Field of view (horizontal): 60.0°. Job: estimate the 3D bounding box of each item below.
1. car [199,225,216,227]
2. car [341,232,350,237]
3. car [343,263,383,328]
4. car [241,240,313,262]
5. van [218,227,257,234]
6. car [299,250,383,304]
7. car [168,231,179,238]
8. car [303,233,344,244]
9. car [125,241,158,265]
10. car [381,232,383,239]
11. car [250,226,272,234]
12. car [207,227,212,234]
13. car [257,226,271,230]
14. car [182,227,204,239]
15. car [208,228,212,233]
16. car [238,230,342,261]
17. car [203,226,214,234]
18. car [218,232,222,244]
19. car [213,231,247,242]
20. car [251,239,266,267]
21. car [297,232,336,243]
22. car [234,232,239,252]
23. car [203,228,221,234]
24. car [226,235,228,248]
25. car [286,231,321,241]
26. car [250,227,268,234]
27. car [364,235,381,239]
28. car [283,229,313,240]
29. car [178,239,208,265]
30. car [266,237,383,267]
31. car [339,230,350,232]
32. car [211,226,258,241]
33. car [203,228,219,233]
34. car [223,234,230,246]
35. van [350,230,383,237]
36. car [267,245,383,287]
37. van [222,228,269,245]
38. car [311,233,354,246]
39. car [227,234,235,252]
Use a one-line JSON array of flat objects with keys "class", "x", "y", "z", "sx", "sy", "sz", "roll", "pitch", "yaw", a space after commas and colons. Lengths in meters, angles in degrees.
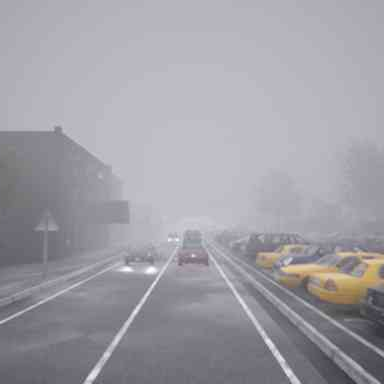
[{"class": "car", "x": 5.247, "y": 10.449, "z": 89.333, "sx": 5.366, "sy": 1.575, "sz": 1.946, "roll": 0, "pitch": -5, "yaw": 0}, {"class": "car", "x": 18.548, "y": 5.728, "z": 38.380, "sx": 5.008, "sy": 1.535, "sz": 2.097, "roll": 0, "pitch": -5, "yaw": 0}, {"class": "car", "x": 6.151, "y": 2.435, "z": 7.217, "sx": 4.674, "sy": 1.452, "sz": 2.002, "roll": 0, "pitch": -6, "yaw": 0}, {"class": "car", "x": 6.061, "y": 4.251, "z": 24.073, "sx": 4.674, "sy": 1.452, "sz": 2.002, "roll": 0, "pitch": -6, "yaw": 0}, {"class": "van", "x": 6.064, "y": 5.983, "z": 43.798, "sx": 4.442, "sy": 1.987, "sz": 1.878, "roll": 0, "pitch": -5, "yaw": 0}, {"class": "car", "x": 6.323, "y": 2.695, "z": 10.032, "sx": 5.366, "sy": 1.575, "sz": 1.946, "roll": 0, "pitch": -6, "yaw": 0}, {"class": "car", "x": -3.589, "y": 8.303, "z": 64.802, "sx": 1.895, "sy": 1.301, "sz": 4.718, "roll": 0, "pitch": -5, "yaw": 0}, {"class": "car", "x": 18.478, "y": 6.521, "z": 46.825, "sx": 4.792, "sy": 1.488, "sz": 2.163, "roll": 0, "pitch": -5, "yaw": 0}, {"class": "car", "x": -3.371, "y": 4.141, "z": 22.938, "sx": 1.812, "sy": 1.442, "sz": 4.674, "roll": 0, "pitch": -6, "yaw": 0}, {"class": "car", "x": 18.581, "y": 4.425, "z": 27.150, "sx": 4.553, "sy": 1.767, "sz": 2.185, "roll": 0, "pitch": -6, "yaw": 0}, {"class": "car", "x": 18.540, "y": 10.221, "z": 89.461, "sx": 5.566, "sy": 2.045, "sz": 2.435, "roll": 0, "pitch": -5, "yaw": 0}, {"class": "car", "x": 5.866, "y": 8.009, "z": 63.476, "sx": 4.792, "sy": 1.488, "sz": 2.163, "roll": 0, "pitch": -5, "yaw": 0}, {"class": "car", "x": 18.504, "y": 10.102, "z": 86.674, "sx": 4.553, "sy": 1.767, "sz": 2.185, "roll": 0, "pitch": -5, "yaw": 0}, {"class": "car", "x": 0.002, "y": 5.590, "z": 40.120, "sx": 2.150, "sy": 2.045, "sz": 5.566, "roll": 0, "pitch": -6, "yaw": -1}, {"class": "car", "x": 5.855, "y": 7.766, "z": 60.659, "sx": 4.674, "sy": 1.452, "sz": 2.002, "roll": 0, "pitch": -5, "yaw": 0}, {"class": "car", "x": 6.103, "y": 3.659, "z": 21.295, "sx": 5.566, "sy": 2.045, "sz": 2.435, "roll": 0, "pitch": -6, "yaw": 0}, {"class": "car", "x": 5.469, "y": 10.261, "z": 86.700, "sx": 4.674, "sy": 1.452, "sz": 2.002, "roll": 1, "pitch": -5, "yaw": 0}, {"class": "car", "x": 5.966, "y": 5.994, "z": 40.960, "sx": 4.674, "sy": 1.452, "sz": 2.002, "roll": 0, "pitch": -5, "yaw": 0}, {"class": "car", "x": 5.895, "y": 6.967, "z": 52.219, "sx": 5.008, "sy": 1.535, "sz": 2.097, "roll": 0, "pitch": -5, "yaw": 0}, {"class": "car", "x": 6.275, "y": 3.603, "z": 18.460, "sx": 5.366, "sy": 1.575, "sz": 1.946, "roll": 0, "pitch": -6, "yaw": 0}, {"class": "car", "x": 18.500, "y": 6.734, "z": 49.516, "sx": 4.892, "sy": 1.521, "sz": 2.231, "roll": 0, "pitch": -5, "yaw": 0}, {"class": "car", "x": 6.074, "y": 4.389, "z": 26.900, "sx": 4.553, "sy": 1.767, "sz": 2.185, "roll": 0, "pitch": -6, "yaw": 0}, {"class": "car", "x": 5.438, "y": 10.726, "z": 92.105, "sx": 4.792, "sy": 1.488, "sz": 2.163, "roll": 0, "pitch": -5, "yaw": 0}, {"class": "car", "x": 6.008, "y": 5.160, "z": 32.501, "sx": 4.674, "sy": 1.452, "sz": 2.002, "roll": 0, "pitch": -6, "yaw": 0}, {"class": "car", "x": 18.457, "y": 7.250, "z": 55.265, "sx": 5.008, "sy": 1.535, "sz": 2.097, "roll": 0, "pitch": -5, "yaw": 0}, {"class": "car", "x": 18.519, "y": 10.602, "z": 92.348, "sx": 4.553, "sy": 1.767, "sz": 2.185, "roll": 0, "pitch": -5, "yaw": 0}, {"class": "car", "x": 18.629, "y": 4.868, "z": 29.816, "sx": 4.792, "sy": 1.488, "sz": 2.163, "roll": 0, "pitch": -6, "yaw": 0}, {"class": "car", "x": 18.416, "y": 7.367, "z": 57.964, "sx": 4.553, "sy": 1.767, "sz": 2.185, "roll": 0, "pitch": -5, "yaw": 0}, {"class": "car", "x": 0.080, "y": 4.162, "z": 22.745, "sx": 1.994, "sy": 1.385, "sz": 4.181, "roll": 0, "pitch": -6, "yaw": 0}, {"class": "car", "x": 6.137, "y": 3.179, "z": 15.663, "sx": 4.553, "sy": 1.767, "sz": 2.185, "roll": 0, "pitch": -6, "yaw": 0}, {"class": "car", "x": 18.510, "y": 5.735, "z": 41.226, "sx": 5.566, "sy": 2.045, "sz": 2.435, "roll": 0, "pitch": -5, "yaw": 0}, {"class": "car", "x": 5.904, "y": 6.210, "z": 46.614, "sx": 5.566, "sy": 2.045, "sz": 2.435, "roll": 0, "pitch": -5, "yaw": 0}, {"class": "car", "x": 5.389, "y": 10.980, "z": 94.876, "sx": 4.674, "sy": 1.452, "sz": 2.002, "roll": 0, "pitch": -5, "yaw": 0}, {"class": "car", "x": 5.998, "y": 5.458, "z": 35.320, "sx": 4.674, "sy": 1.452, "sz": 2.002, "roll": 0, "pitch": -6, "yaw": 0}, {"class": "van", "x": 18.464, "y": 4.917, "z": 32.653, "sx": 4.442, "sy": 1.987, "sz": 1.878, "roll": 0, "pitch": -6, "yaw": 0}, {"class": "car", "x": 5.936, "y": 2.998, "z": 12.839, "sx": 5.366, "sy": 1.575, "sz": 1.946, "roll": 0, "pitch": -6, "yaw": 0}, {"class": "van", "x": 6.095, "y": 5.483, "z": 38.290, "sx": 4.442, "sy": 1.987, "sz": 1.878, "roll": 0, "pitch": -5, "yaw": 0}, {"class": "car", "x": 18.493, "y": 6.268, "z": 44.013, "sx": 4.792, "sy": 1.488, "sz": 2.163, "roll": 0, "pitch": -5, "yaw": 0}, {"class": "car", "x": 6.021, "y": 4.817, "z": 29.696, "sx": 5.008, "sy": 1.535, "sz": 2.097, "roll": 0, "pitch": -6, "yaw": 0}]
